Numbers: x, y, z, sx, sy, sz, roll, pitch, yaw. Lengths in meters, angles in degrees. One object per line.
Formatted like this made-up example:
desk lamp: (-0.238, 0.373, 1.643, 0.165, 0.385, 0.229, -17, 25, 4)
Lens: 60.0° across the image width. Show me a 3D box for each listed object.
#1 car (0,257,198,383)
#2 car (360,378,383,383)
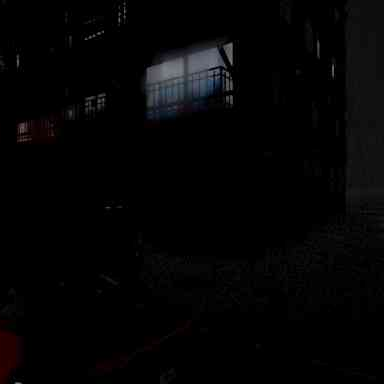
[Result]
car: (-2.036, 1.545, 4.330, 4.507, 1.381, 1.887, 0, 0, 36)
car: (2.551, 1.566, 1.055, 4.313, 1.339, 1.947, 0, 0, 36)
